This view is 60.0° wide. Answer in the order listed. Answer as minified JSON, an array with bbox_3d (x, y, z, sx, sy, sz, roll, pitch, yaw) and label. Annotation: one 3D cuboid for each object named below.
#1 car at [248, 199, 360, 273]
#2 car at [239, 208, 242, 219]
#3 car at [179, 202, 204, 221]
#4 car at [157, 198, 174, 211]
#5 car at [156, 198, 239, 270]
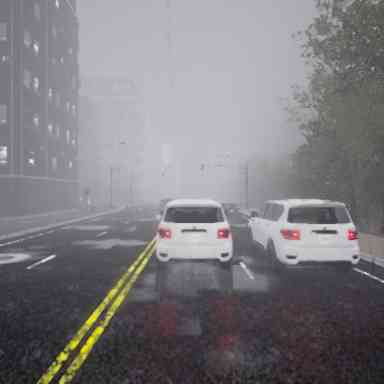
[{"bbox_3d":[3.301,1.251,10.944,2.150,2.045,5.566,0,0,0],"label":"car"},{"bbox_3d":[3.234,1.633,29.808,2.033,1.411,5.357,0,0,0],"label":"car"},{"bbox_3d":[-0.017,1.634,29.762,2.033,1.411,5.357,0,0,0],"label":"car"},{"bbox_3d":[-3.421,1.550,43.354,1.837,1.490,4.892,0,0,0],"label":"car"},{"bbox_3d":[0.053,1.254,11.312,2.150,2.045,5.566,0,0,0],"label":"car"}]
